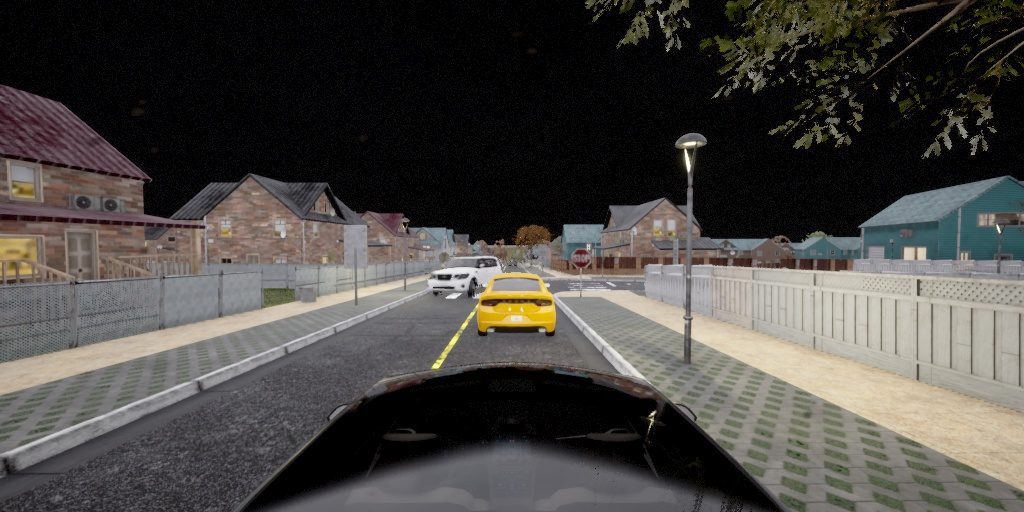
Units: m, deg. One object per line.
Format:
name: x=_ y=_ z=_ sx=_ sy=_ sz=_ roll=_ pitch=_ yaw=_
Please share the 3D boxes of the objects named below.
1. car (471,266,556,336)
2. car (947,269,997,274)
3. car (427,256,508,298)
car: x=0.122 y=1.227 z=10.387 sx=1.882 sy=1.535 sz=5.008 roll=0 pitch=0 yaw=0
car: x=27.548 y=1.514 z=21.647 sx=4.181 sy=1.385 sz=1.994 roll=1 pitch=2 yaw=16
car: x=-2.293 y=1.004 z=19.083 sx=2.150 sy=2.045 sz=5.566 roll=-1 pitch=-1 yaw=19
